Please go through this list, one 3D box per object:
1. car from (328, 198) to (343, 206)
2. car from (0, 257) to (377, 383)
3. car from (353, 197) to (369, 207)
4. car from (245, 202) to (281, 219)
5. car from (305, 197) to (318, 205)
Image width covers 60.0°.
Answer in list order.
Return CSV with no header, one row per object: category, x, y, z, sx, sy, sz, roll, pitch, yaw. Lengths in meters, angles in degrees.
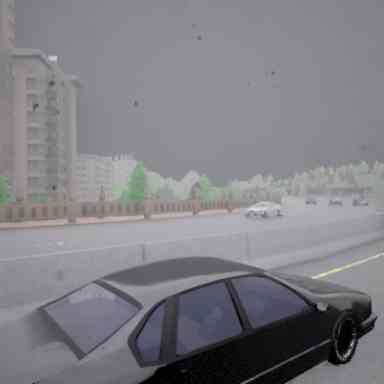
car,24.532,1.693,56.900,1.812,1.442,4.674,0,0,18
car,0.145,1.554,4.015,5.357,1.411,2.033,0,0,-37
car,27.110,1.616,53.483,2.128,1.511,4.902,-1,0,20
car,6.527,1.600,30.112,1.812,1.442,4.674,0,-1,38
car,22.791,1.725,63.543,1.837,1.490,4.892,0,0,14
